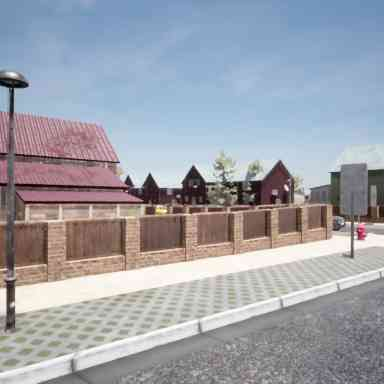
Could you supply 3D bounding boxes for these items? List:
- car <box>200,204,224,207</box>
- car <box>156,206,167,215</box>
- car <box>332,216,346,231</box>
[{"bbox_3d":[2.215,1.947,30.578,2.097,1.767,4.553,1,-2,-36],"label":"car"},{"bbox_3d":[-3.587,2.348,38.613,1.882,1.535,5.008,1,-2,-35],"label":"car"},{"bbox_3d":[7.932,1.828,22.620,1.837,1.490,4.892,1,-2,-35],"label":"car"}]
